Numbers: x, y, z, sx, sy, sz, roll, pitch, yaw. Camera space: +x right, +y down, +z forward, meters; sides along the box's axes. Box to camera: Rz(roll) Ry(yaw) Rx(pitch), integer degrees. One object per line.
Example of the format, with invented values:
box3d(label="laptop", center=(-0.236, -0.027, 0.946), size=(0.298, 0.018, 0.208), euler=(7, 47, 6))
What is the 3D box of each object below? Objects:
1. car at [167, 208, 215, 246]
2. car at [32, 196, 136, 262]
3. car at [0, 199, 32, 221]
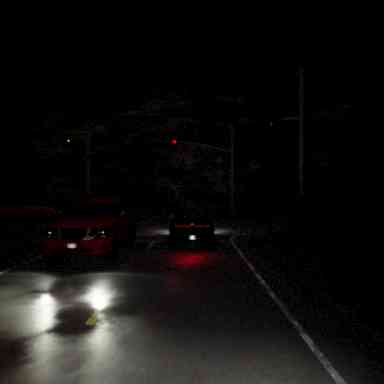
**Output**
box3d(label="car", center=(-0.048, 1.481, 15.107), size=(1.837, 1.490, 4.892), euler=(0, 0, -2))
box3d(label="car", center=(-3.485, 1.202, 12.408), size=(2.150, 2.045, 5.566), euler=(0, 0, 0))
box3d(label="car", center=(-12.852, 1.302, 25.432), size=(4.553, 1.767, 2.097), euler=(0, 0, 2))
